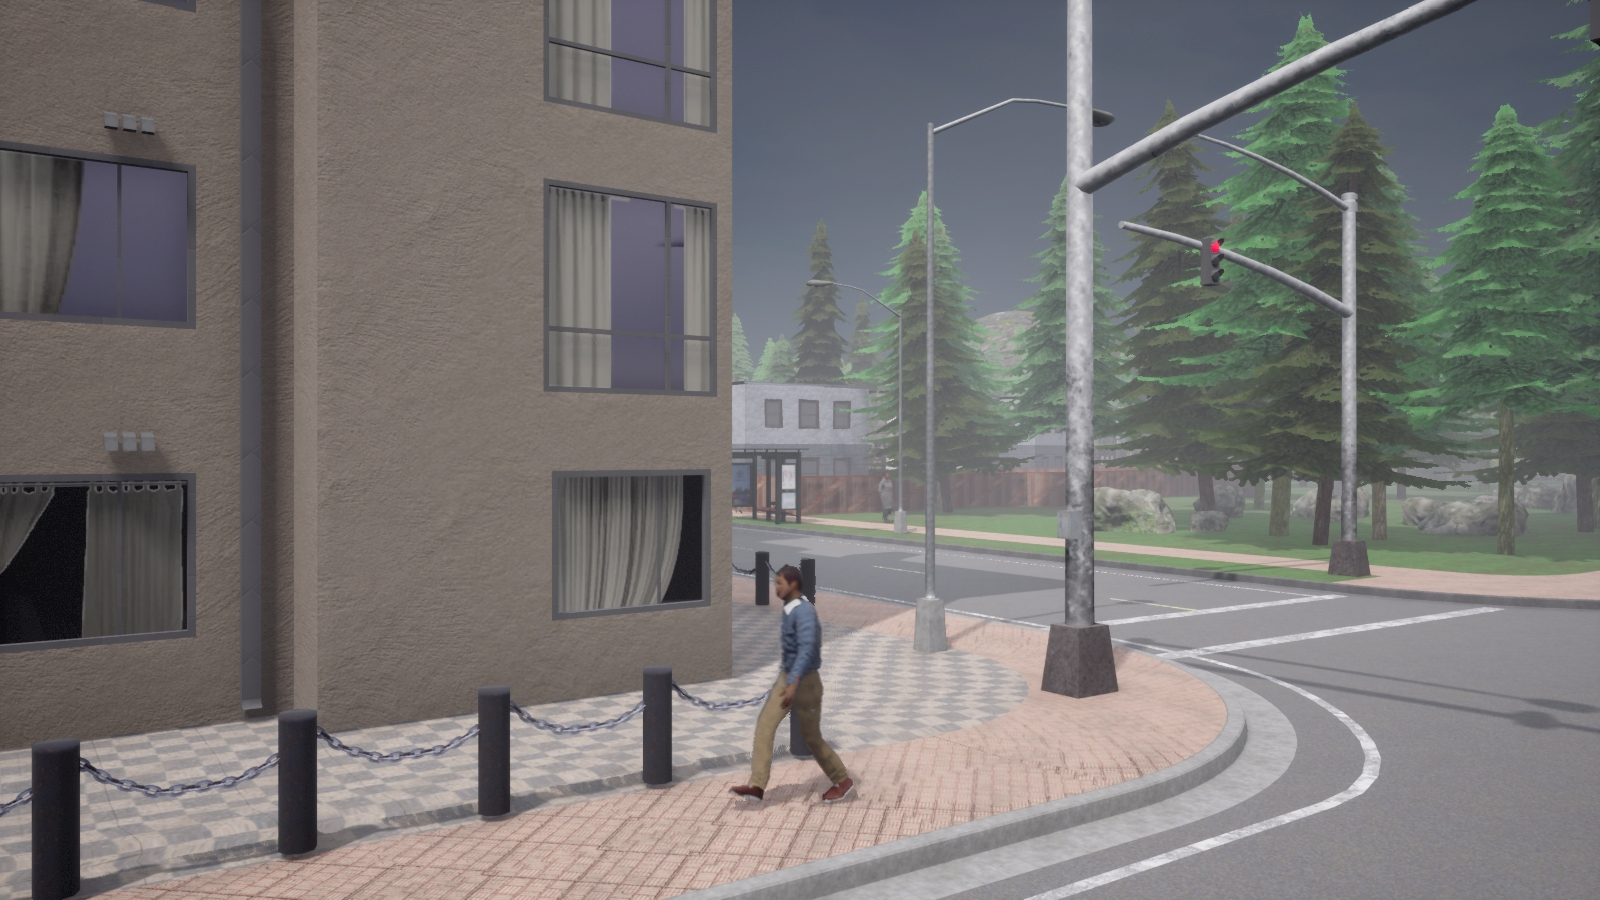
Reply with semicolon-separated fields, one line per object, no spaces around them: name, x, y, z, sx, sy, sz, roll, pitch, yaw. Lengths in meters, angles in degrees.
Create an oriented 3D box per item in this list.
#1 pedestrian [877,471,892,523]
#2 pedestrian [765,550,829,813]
pedestrian;3.031;1.676;40.851;0.375;1.860;0.375;0;0;-35
pedestrian;-0.027;1.694;8.489;0.375;1.860;0.375;0;0;-19
